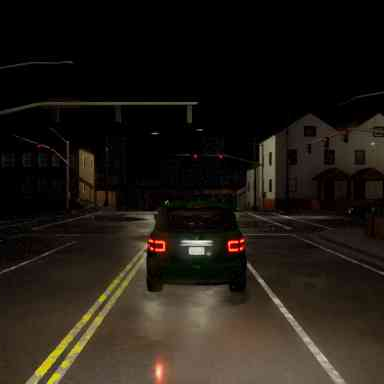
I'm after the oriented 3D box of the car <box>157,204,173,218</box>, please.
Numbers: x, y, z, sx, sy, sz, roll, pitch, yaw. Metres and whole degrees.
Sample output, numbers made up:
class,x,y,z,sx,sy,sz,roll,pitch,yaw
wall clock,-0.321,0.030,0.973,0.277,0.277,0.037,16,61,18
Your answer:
class,x,y,z,sx,sy,sz,roll,pitch,yaw
car,-3.593,2.597,45.329,1.812,1.442,4.674,0,-9,0

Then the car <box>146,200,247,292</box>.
class,x,y,z,sx,sy,sz,roll,pitch,yaw
car,0.090,1.221,9.059,2.150,2.045,5.566,0,0,0

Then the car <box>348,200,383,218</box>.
class,x,y,z,sx,sy,sz,roll,pitch,yaw
car,16.563,1.491,29.786,4.902,1.511,2.128,0,0,-1
